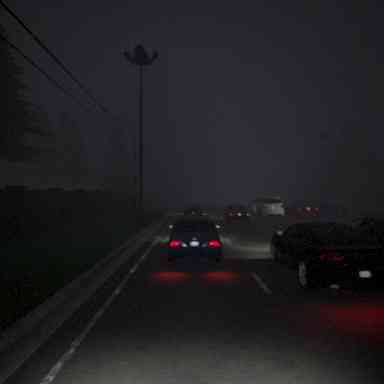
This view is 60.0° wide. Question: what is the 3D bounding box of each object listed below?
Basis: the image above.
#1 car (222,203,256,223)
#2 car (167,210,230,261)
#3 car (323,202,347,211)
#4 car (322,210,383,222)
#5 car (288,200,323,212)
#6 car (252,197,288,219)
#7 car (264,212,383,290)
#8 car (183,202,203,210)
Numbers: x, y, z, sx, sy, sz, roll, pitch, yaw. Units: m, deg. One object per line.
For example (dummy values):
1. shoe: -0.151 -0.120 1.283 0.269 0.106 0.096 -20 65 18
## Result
1. car: 3.593 1.753 27.631 2.033 1.411 5.357 0 0 0
2. car: 0.089 1.642 12.635 2.033 1.411 5.357 0 0 0
3. car: 14.106 1.731 34.258 1.882 1.535 5.008 0 0 0
4. car: 7.087 1.642 12.620 2.033 1.411 5.357 0 0 0
5. car: 10.603 1.592 32.446 2.097 1.767 4.553 0 0 0
6. car: 7.106 1.457 31.773 2.150 2.045 5.566 0 0 0
7. car: 3.570 1.547 9.303 1.882 1.535 5.008 0 0 0
8. car: 0.096 1.775 33.700 1.812 1.442 4.674 0 0 0
